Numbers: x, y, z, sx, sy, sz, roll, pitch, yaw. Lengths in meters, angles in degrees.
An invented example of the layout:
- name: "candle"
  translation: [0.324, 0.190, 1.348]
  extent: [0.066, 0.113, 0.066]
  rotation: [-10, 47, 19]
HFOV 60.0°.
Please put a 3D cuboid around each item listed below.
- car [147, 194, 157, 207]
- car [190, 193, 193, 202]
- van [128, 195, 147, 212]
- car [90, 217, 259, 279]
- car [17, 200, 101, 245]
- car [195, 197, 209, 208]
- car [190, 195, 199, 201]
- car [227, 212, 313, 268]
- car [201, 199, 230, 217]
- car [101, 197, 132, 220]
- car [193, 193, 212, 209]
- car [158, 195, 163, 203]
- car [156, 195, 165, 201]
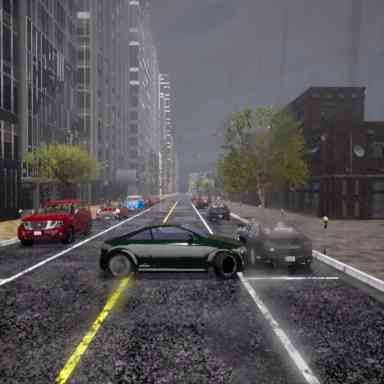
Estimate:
- name: "car"
  translation: [-6.914, 1.299, 49.584]
  extent: [2.192, 1.841, 5.009]
  rotation: [-1, 0, -1]
- name: "car"
  translation: [0.910, 1.291, 71.915]
  extent: [2.192, 1.841, 5.009]
  rotation: [-1, 0, -1]
- name: "van"
  translation: [-6.637, 1.329, 38.518]
  extent: [1.690, 1.788, 3.998]
  rotation: [-1, 0, -1]
- name: "car"
  translation: [-0.453, 1.557, 9.454]
  extent: [4.181, 1.385, 1.994]
  rotation: [0, 0, -1]
- name: "car"
  translation: [-6.167, 1.310, 15.656]
  extent: [2.192, 1.841, 5.009]
  rotation: [-1, 0, -1]
- name: "car"
  translation: [1.463, 1.509, 49.954]
  extent: [1.752, 1.417, 4.829]
  rotation: [-1, 0, -1]
- name: "car"
  translation: [0.637, 1.538, 82.981]
  extent: [1.947, 1.339, 4.313]
  rotation: [-1, 0, -1]
- name: "car"
  translation: [2.566, 1.548, 11.058]
  extent: [2.008, 1.369, 4.403]
  rotation: [-1, 0, -1]
- name: "car"
  translation: [2.051, 1.543, 26.918]
  extent: [2.008, 1.369, 4.403]
  rotation: [-1, 0, -1]
- name: "car"
  translation: [-6.352, 1.432, 26.724]
  extent: [1.967, 1.590, 4.097]
  rotation: [-1, 0, -1]
- name: "car"
  translation: [1.602, 1.301, 44.251]
  extent: [2.192, 1.841, 5.009]
  rotation: [-1, 0, -1]
- name: "car"
  translation: [-7.326, 1.522, 66.184]
  extent: [1.887, 1.381, 4.507]
  rotation: [-1, 0, -1]
- name: "car"
  translation: [-7.737, 1.497, 82.613]
  extent: [1.752, 1.417, 4.829]
  rotation: [-1, 0, -1]
